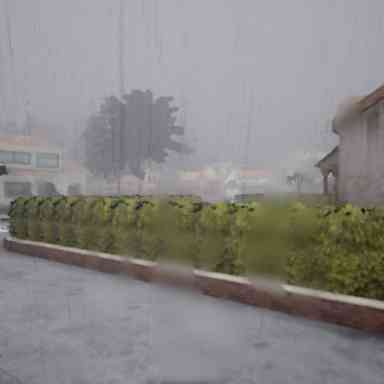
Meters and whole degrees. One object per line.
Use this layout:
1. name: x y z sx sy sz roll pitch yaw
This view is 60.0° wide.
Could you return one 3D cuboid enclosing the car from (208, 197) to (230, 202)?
1. car: 3.343 1.387 45.413 2.033 1.411 5.357 0 0 36
